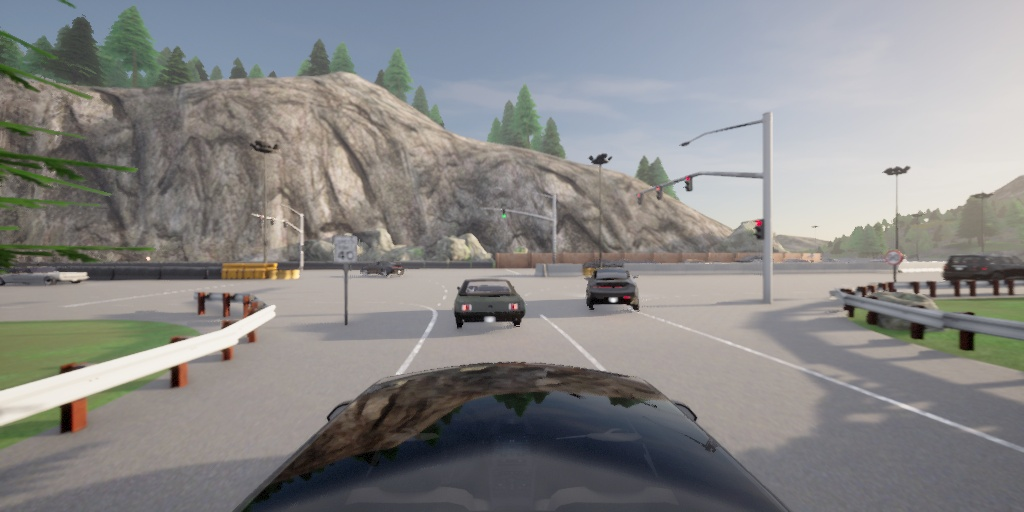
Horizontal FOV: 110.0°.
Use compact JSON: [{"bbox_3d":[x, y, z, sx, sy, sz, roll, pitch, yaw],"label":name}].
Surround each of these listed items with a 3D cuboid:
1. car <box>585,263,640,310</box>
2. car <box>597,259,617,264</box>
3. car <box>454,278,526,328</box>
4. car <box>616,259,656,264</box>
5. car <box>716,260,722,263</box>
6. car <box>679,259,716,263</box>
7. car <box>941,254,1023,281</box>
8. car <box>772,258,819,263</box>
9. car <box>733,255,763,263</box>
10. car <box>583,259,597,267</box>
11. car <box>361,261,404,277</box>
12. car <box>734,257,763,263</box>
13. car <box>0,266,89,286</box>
[{"bbox_3d":[4.074,1.240,14.613,1.837,1.490,4.892,-2,0,14],"label":"car"},{"bbox_3d":[14.718,1.174,49.312,4.902,1.511,2.128,0,0,-8],"label":"car"},{"bbox_3d":[-0.816,1.348,11.449,1.895,1.301,4.718,0,0,-6],"label":"car"},{"bbox_3d":[16.714,1.230,46.068,5.357,1.411,2.033,0,0,-8],"label":"car"},{"bbox_3d":[30.465,1.252,55.109,4.718,1.301,1.895,0,0,-8],"label":"car"},{"bbox_3d":[21.366,1.155,43.210,5.008,1.535,1.882,0,0,-8],"label":"car"},{"bbox_3d":[31.117,0.900,23.213,5.566,2.045,2.150,0,0,-8],"label":"car"},{"bbox_3d":[35.331,1.129,45.294,5.008,1.535,1.882,0,0,-9],"label":"car"},{"bbox_3d":[35.130,0.868,52.202,5.566,2.045,2.150,0,0,-8],"label":"car"},{"bbox_3d":[12.787,1.188,52.564,4.892,1.490,1.837,0,0,-8],"label":"car"},{"bbox_3d":[-12.909,1.249,35.695,4.892,1.490,1.837,0,-2,31],"label":"car"},{"bbox_3d":[33.206,1.178,48.472,4.674,1.442,1.812,0,0,-8],"label":"car"},{"bbox_3d":[-32.465,1.349,24.552,4.718,1.301,1.895,0,0,-8],"label":"car"}]
